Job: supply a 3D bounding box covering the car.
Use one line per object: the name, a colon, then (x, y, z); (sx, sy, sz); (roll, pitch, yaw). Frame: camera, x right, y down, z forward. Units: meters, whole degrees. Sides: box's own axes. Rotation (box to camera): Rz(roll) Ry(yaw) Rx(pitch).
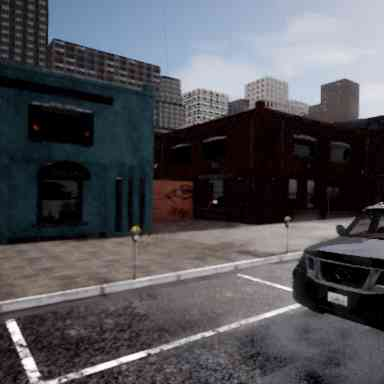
car: (4.394, 1.225, 6.494); (5.566, 2.045, 2.150); (0, 0, -35)
